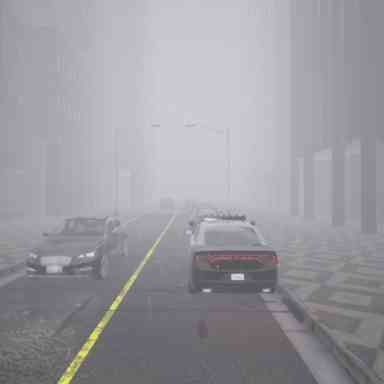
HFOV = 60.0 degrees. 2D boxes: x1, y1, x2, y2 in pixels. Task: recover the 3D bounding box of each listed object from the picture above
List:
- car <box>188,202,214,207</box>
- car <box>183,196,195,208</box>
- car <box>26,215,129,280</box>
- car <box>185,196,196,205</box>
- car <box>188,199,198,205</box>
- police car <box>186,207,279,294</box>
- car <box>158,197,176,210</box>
[{"bbox_3d":[0.826,1.521,18.855,1.812,1.442,4.674,0,0,0],"label":"car"},{"bbox_3d":[-0.160,1.505,46.165,1.812,1.442,4.674,0,0,0],"label":"car"},{"bbox_3d":[-3.138,1.491,10.016,2.128,1.511,4.902,0,0,0],"label":"car"},{"bbox_3d":[-0.242,1.451,60.445,1.882,1.535,5.008,0,0,0],"label":"car"},{"bbox_3d":[0.801,1.496,24.856,1.837,1.490,4.892,0,0,0],"label":"car"},{"bbox_3d":[0.865,1.425,8.964,1.930,1.638,5.238,0,0,0],"label":"police car"},{"bbox_3d":[-3.169,1.485,42.388,1.837,1.490,4.892,0,0,0],"label":"car"}]
